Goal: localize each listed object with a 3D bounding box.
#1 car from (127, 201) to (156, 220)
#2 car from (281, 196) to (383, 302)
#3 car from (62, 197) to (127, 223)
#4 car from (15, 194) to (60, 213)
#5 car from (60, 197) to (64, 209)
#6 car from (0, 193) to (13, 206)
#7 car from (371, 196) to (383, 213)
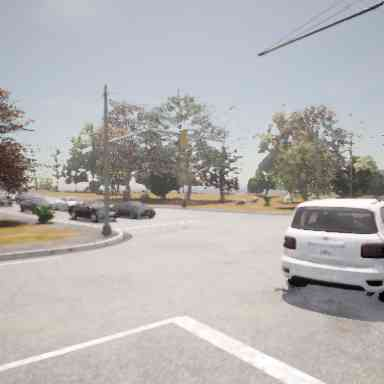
[{"bbox_3d":[-4.867,1.448,27.486,4.181,1.385,1.994,1,1,42],"label":"car"},{"bbox_3d":[4.134,1.176,8.413,2.150,2.045,5.566,0,1,37],"label":"car"},{"bbox_3d":[-7.458,1.408,25.111,4.902,1.511,2.128,1,1,42],"label":"car"},{"bbox_3d":[-14.792,1.262,31.761,4.674,1.442,1.812,2,2,42],"label":"car"},{"bbox_3d":[-12.463,1.225,34.373,4.674,1.442,1.812,2,2,42],"label":"car"},{"bbox_3d":[-22.487,0.863,38.748,4.902,1.511,2.128,3,3,42],"label":"car"},{"bbox_3d":[19.221,1.182,32.699,1.837,1.490,4.892,0,0,41],"label":"car"}]
